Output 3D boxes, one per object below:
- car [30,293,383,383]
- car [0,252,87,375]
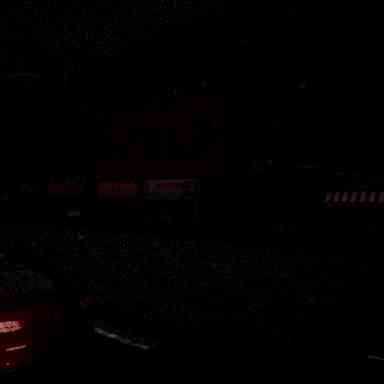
[{"bbox_3d":[1.217,1.551,1.952,4.403,1.369,2.008,0,-1,35],"label":"car"},{"bbox_3d":[-3.264,1.604,5.147,4.206,1.307,1.802,0,-1,35],"label":"car"}]
